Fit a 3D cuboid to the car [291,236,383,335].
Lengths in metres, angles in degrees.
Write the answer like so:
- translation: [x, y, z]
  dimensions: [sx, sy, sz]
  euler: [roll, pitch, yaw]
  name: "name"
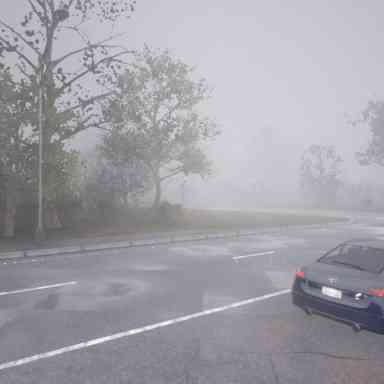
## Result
- translation: [3.857, 1.564, 6.445]
  dimensions: [4.181, 1.385, 1.994]
  euler: [0, 0, -35]
  name: "car"
